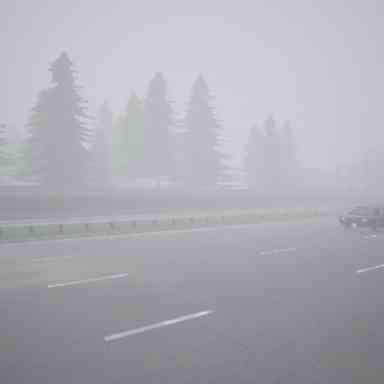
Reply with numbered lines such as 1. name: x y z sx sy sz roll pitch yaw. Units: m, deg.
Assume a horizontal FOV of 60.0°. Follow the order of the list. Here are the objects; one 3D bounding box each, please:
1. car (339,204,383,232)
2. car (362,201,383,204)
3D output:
1. car: 11.055 1.607 20.241 4.718 1.301 1.895 0 0 -36
2. car: 15.433 1.501 27.665 4.902 1.511 2.128 0 0 -36
